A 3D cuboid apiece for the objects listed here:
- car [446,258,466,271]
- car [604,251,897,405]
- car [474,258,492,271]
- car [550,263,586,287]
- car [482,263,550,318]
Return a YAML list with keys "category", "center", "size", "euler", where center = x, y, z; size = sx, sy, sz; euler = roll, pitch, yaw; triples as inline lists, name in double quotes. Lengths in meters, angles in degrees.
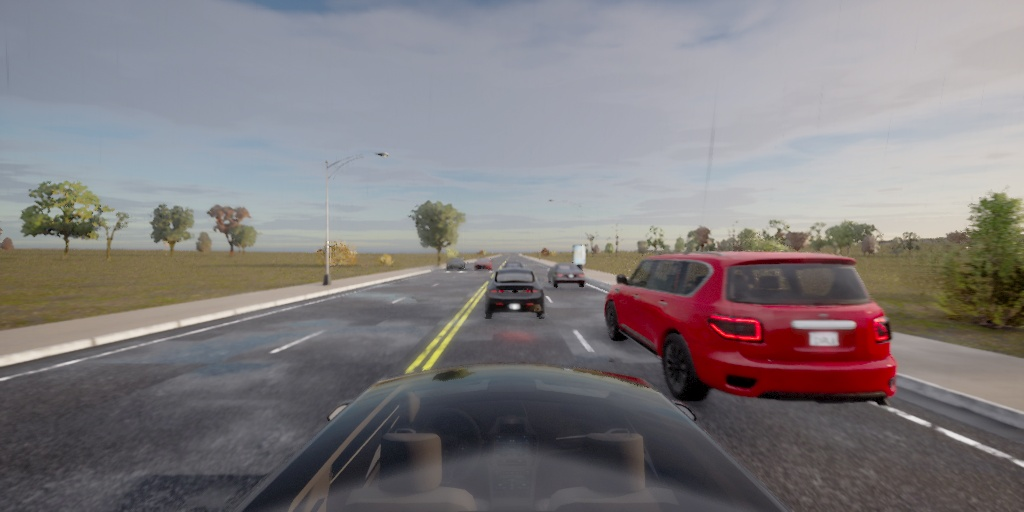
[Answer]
- category: "car"
  center: [-6.568, 0.958, 42.371]
  size: [1.837, 1.490, 4.892]
  euler: [0, 0, 0]
- category: "car"
  center: [3.309, 0.939, 6.457]
  size: [2.150, 2.045, 5.566]
  euler: [0, 1, 1]
- category: "car"
  center: [-3.320, 0.932, 42.104]
  size: [1.882, 1.535, 5.008]
  euler: [0, 0, 0]
- category: "car"
  center: [3.326, 1.146, 22.627]
  size: [2.033, 1.411, 5.357]
  euler: [0, 0, 0]
- category: "car"
  center: [0.091, 1.176, 12.593]
  size: [1.837, 1.490, 4.892]
  euler: [0, 0, 0]
